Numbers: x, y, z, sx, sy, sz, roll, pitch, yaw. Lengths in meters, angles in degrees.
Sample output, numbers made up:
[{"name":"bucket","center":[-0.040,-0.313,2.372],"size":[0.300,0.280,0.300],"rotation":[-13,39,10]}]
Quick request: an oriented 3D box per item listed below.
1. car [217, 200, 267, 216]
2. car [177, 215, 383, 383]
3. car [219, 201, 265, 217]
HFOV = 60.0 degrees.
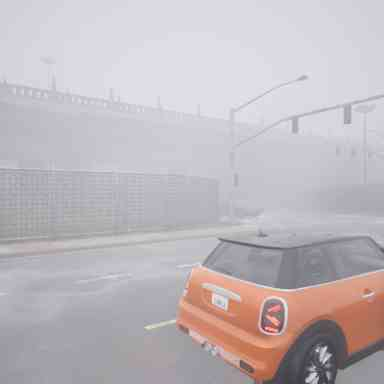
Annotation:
[{"name":"car","center":[5.121,1.603,34.919],"size":[2.033,1.411,5.357],"rotation":[0,0,-36]},{"name":"car","center":[2.081,1.352,5.272],"size":[4.553,1.767,2.097],"rotation":[0,0,-35]},{"name":"car","center":[4.072,1.561,30.366],"size":[1.837,1.490,4.892],"rotation":[0,0,-36]}]
